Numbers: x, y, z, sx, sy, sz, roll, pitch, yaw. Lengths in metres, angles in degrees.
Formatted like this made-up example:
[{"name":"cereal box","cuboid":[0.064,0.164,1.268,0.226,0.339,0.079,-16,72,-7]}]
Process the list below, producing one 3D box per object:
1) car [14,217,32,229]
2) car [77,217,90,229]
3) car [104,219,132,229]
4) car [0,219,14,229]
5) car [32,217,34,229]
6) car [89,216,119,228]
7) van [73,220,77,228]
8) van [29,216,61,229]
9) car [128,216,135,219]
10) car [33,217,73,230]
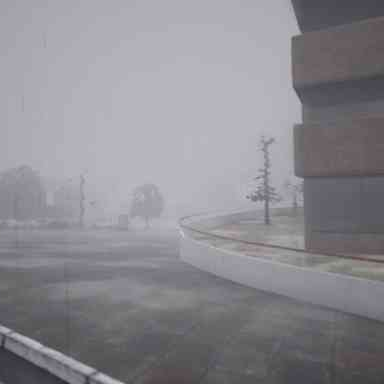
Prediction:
[{"name":"car","cuboid":[-26.779,4.734,49.139,4.674,1.452,2.002,0,-6,5]},{"name":"car","cuboid":[-21.647,5.841,60.039,4.892,1.521,2.231,0,-6,5]},{"name":"car","cuboid":[-14.174,6.375,63.747,1.812,1.442,4.674,-2,-6,25]},{"name":"car","cuboid":[-28.044,4.447,46.403,4.674,1.452,2.002,0,-6,5]},{"name":"car","cuboid":[-25.680,4.978,51.882,5.366,1.575,1.946,0,-6,5]},{"name":"car","cuboid":[-17.840,6.448,68.234,5.566,2.045,2.435,0,-6,5]},{"name":"van","cuboid":[-22.815,5.329,57.337,4.442,1.987,1.878,0,-6,5]},{"name":"van","cuboid":[-24.096,5.042,54.607,4.442,1.987,1.878,0,-6,5]},{"name":"car","cuboid":[-17.889,8.258,89.934,2.163,1.488,4.792,0,1,10]},{"name":"car","cuboid":[-20.694,4.739,49.841,2.097,1.767,4.553,-1,-6,25]}]
